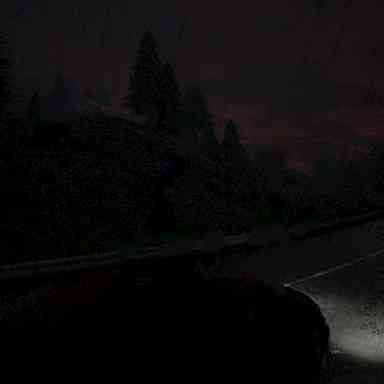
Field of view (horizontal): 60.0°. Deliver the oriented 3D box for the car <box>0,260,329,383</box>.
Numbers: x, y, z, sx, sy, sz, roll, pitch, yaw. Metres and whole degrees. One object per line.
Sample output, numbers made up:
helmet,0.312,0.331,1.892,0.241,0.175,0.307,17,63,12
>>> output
car,-0.383,1.532,3.706,4.674,1.442,1.812,0,0,-37
